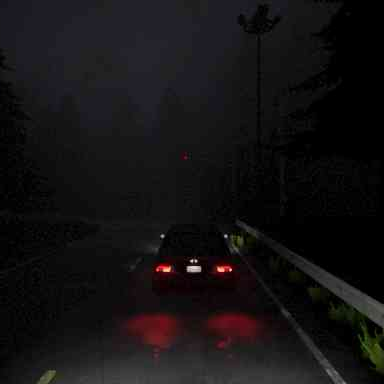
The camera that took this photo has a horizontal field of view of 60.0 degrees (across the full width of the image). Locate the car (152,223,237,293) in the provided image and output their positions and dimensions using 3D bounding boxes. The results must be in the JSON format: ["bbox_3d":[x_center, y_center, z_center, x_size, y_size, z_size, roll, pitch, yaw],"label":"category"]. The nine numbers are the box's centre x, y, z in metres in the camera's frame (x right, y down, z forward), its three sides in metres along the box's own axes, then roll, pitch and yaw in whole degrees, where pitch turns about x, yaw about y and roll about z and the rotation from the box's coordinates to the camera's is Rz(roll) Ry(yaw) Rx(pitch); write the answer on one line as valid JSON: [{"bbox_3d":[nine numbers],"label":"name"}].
[{"bbox_3d":[0.055,1.547,8.985,2.033,1.411,5.357,0,0,0],"label":"car"}]
